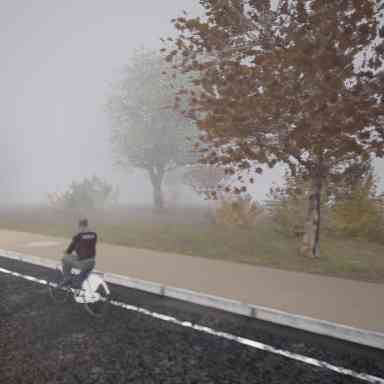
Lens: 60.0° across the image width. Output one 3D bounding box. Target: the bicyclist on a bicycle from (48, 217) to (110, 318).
[{"bbox_3d":[-2.171,1.344,6.200,1.843,1.776,0.659,1,0,36],"label":"bicyclist on a bicycle"}]
